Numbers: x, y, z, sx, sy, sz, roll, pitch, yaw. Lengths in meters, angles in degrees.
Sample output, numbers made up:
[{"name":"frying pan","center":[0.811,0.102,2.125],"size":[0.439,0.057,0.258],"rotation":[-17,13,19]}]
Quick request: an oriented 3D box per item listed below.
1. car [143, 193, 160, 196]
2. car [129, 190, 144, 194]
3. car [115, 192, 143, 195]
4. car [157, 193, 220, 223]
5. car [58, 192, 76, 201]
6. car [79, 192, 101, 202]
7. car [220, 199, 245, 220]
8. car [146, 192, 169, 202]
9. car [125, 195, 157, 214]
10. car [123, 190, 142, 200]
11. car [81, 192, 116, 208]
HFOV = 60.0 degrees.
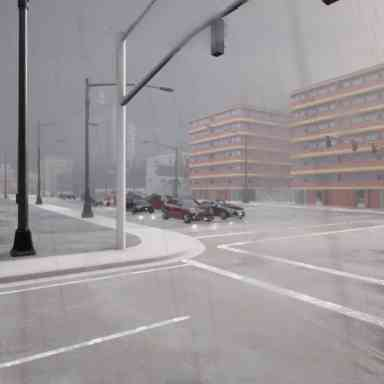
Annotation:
[{"name":"car","center":[-2.789,1.092,34.216],"size":[2.097,1.767,4.553],"rotation":[0,1,-34]},{"name":"car","center":[-8.899,0.858,55.760],"size":[2.128,1.511,4.902],"rotation":[0,1,-34]},{"name":"car","center":[-8.412,1.129,42.466],"size":[1.994,1.385,4.181],"rotation":[0,1,-34]},{"name":"car","center":[-0.351,1.227,24.425],"size":[2.097,1.767,4.553],"rotation":[0,1,-34]},{"name":"car","center":[-20.146,0.687,53.614],"size":[1.895,1.301,4.718],"rotation":[0,1,-34]},{"name":"car","center":[-17.031,0.786,55.252],"size":[2.128,1.511,4.902],"rotation":[0,1,-34]},{"name":"car","center":[2.214,1.357,26.871],"size":[2.128,1.511,4.902],"rotation":[0,1,-35]},{"name":"car","center":[-6.008,0.871,57.733],"size":[1.837,1.490,4.892],"rotation":[0,1,-34]},{"name":"car","center":[-5.210,1.317,31.554],"size":[1.994,1.385,4.181],"rotation":[0,1,-34]},{"name":"car","center":[-11.870,0.556,66.323],"size":[2.097,1.767,4.553],"rotation":[0,1,-34]},{"name":"car","center":[-11.481,1.052,40.754],"size":[2.128,1.511,4.902],"rotation":[0,1,-34]}]
